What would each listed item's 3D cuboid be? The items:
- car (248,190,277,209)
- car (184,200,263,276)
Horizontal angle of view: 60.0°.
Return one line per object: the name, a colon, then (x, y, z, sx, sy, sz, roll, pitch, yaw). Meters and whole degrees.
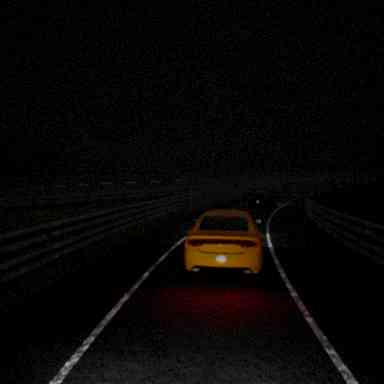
car: (6.132, 0.518, 28.755, 1.882, 1.535, 5.008, 1, 3, 22)
car: (1.004, 1.240, 9.731, 1.882, 1.535, 5.008, 0, 2, 8)
